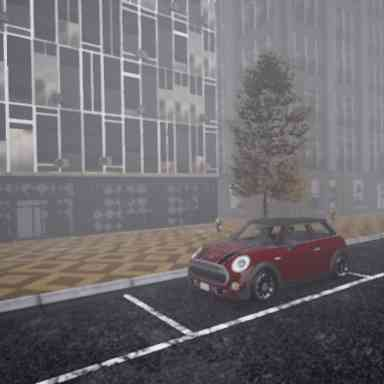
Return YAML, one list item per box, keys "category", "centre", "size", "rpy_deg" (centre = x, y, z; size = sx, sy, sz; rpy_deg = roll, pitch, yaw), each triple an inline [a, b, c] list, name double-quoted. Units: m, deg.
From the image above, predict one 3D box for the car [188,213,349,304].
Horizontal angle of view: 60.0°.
- category: "car"
  centre: [1.873, 1.364, 7.905]
  size: [4.097, 1.590, 1.967]
  rpy_deg: [-1, 0, -35]
